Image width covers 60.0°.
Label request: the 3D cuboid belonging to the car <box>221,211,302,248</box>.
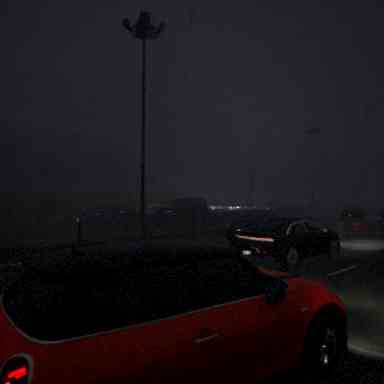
[{"bbox_3d":[3.548,1.752,16.618,4.181,1.385,1.994,1,-1,-45],"label":"car"}]

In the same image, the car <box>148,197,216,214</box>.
[{"bbox_3d":[-0.761,1.481,27.577,2.150,2.045,5.566,0,-1,40],"label":"car"}]

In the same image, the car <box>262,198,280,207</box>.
[{"bbox_3d":[15.630,2.232,66.119,1.882,1.535,5.008,1,0,7],"label":"car"}]

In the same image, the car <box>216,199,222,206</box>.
[{"bbox_3d":[5.430,2.254,71.773,1.895,1.301,4.718,0,-1,3],"label":"car"}]

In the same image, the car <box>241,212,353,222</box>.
[{"bbox_3d":[3.434,1.631,11.638,4.902,1.511,2.128,1,-1,-43],"label":"car"}]

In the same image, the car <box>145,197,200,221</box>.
[{"bbox_3d":[-1.729,1.515,31.888,2.150,2.045,5.566,0,-1,38],"label":"car"}]

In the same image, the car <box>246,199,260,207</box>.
[{"bbox_3d":[12.397,2.248,69.915,1.882,1.535,5.008,0,-1,3],"label":"car"}]

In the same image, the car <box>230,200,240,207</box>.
[{"bbox_3d":[8.854,2.327,68.581,1.895,1.301,4.718,0,-1,3],"label":"car"}]

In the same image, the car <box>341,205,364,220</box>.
[{"bbox_3d":[15.736,1.965,32.660,1.812,1.442,4.674,0,0,31],"label":"car"}]

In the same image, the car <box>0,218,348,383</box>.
[{"bbox_3d":[-0.041,1.391,4.105,4.553,1.767,2.097,1,-1,-37],"label":"car"}]

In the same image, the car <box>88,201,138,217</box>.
[{"bbox_3d":[-7.084,1.807,31.025,1.994,1.385,4.181,0,-1,41],"label":"car"}]

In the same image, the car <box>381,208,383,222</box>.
[{"bbox_3d":[18.673,2.009,30.791,1.994,1.385,4.181,0,-1,31],"label":"car"}]

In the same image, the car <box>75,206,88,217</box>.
[{"bbox_3d":[-9.365,1.728,33.677,1.882,1.535,5.008,0,-1,40],"label":"car"}]
